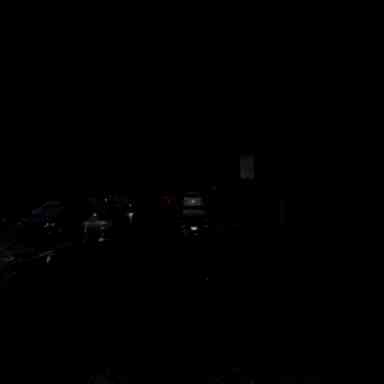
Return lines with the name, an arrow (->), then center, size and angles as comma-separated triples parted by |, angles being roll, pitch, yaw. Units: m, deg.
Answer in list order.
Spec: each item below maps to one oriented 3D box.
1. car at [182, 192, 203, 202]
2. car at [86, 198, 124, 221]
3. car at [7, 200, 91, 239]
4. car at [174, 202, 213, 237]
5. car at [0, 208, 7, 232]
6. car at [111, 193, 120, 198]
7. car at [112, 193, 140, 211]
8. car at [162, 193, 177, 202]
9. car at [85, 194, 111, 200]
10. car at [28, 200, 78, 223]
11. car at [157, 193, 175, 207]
car -> 0.091, 0.988, 37.452 | 2.150, 2.045, 5.566 | 0, 1, 0
car -> -7.032, 1.449, 26.164 | 1.994, 1.385, 4.181 | 0, 0, 1
car -> -7.083, 1.406, 17.177 | 1.882, 1.535, 5.008 | 0, 0, 0
car -> 0.097, 1.453, 17.376 | 1.812, 1.442, 4.674 | 0, 0, 0
car -> -10.587, 1.457, 16.548 | 1.812, 1.442, 4.674 | 0, 0, 0
car -> -10.524, 0.976, 45.710 | 2.097, 1.767, 4.553 | 0, 1, 0
car -> -7.009, 1.255, 36.629 | 1.882, 1.535, 5.008 | 0, 1, 0
car -> -3.935, 0.900, 57.416 | 2.033, 1.411, 5.357 | 0, 1, -8
car -> -10.509, 1.271, 35.521 | 1.882, 1.535, 5.008 | 0, 1, 0
car -> -10.539, 1.414, 25.637 | 1.812, 1.442, 4.674 | 0, 0, 1
car -> -3.426, 1.188, 43.765 | 1.812, 1.442, 4.674 | 0, 1, 0
